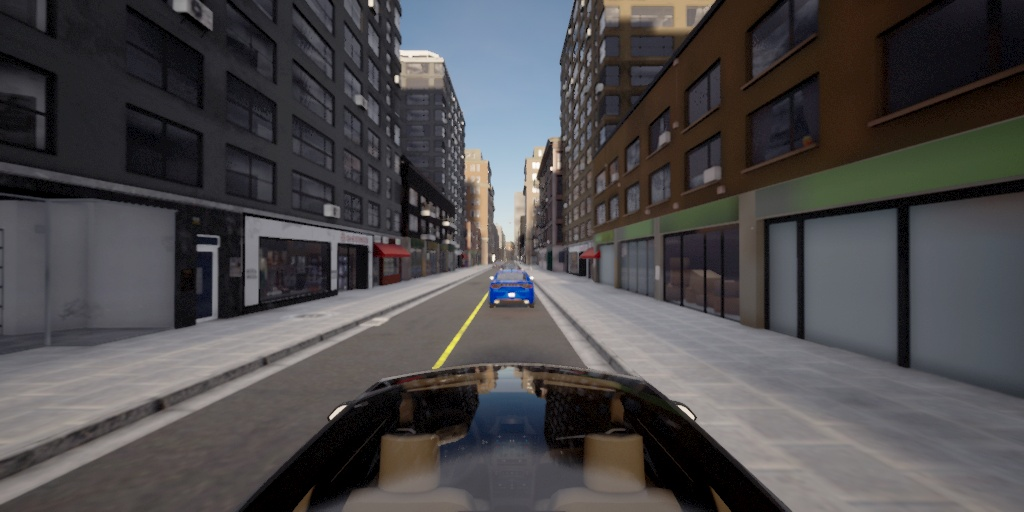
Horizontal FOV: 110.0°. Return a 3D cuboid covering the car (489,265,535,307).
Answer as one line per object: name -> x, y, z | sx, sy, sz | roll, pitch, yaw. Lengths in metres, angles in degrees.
car -> -0.006, 1.359, 16.312 | 1.882, 1.535, 5.008 | 0, 0, 0

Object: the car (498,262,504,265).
car -> -0.019, 1.512, 31.143 | 1.837, 1.490, 4.892 | 0, 0, 0
